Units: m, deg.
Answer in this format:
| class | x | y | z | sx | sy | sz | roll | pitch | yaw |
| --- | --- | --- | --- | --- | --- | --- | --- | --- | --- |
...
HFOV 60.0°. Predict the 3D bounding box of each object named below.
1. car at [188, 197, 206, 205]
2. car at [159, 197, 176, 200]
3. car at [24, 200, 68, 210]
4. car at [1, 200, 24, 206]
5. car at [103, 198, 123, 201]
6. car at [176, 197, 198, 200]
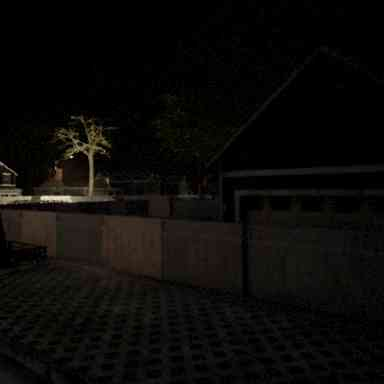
| class | x | y | z | sx | sy | sz | roll | pitch | yaw |
| --- | --- | --- | --- | --- | --- | --- | --- | --- | --- |
| car | 1.042 | 1.694 | 65.416 | 1.994 | 1.385 | 4.181 | 0 | 0 | 24 |
| car | -3.136 | 1.614 | 56.393 | 1.837 | 1.490 | 4.892 | 0 | 0 | 24 |
| car | -16.125 | 1.626 | 38.534 | 2.033 | 1.411 | 5.357 | 0 | 0 | 28 |
| car | -19.999 | 1.630 | 38.225 | 2.033 | 1.411 | 5.357 | 0 | 0 | 29 |
| car | -12.714 | 1.660 | 52.011 | 2.033 | 1.411 | 5.357 | 0 | 0 | 27 |
| car | -0.082 | 1.649 | 55.286 | 2.033 | 1.411 | 5.357 | 0 | 0 | 26 |
